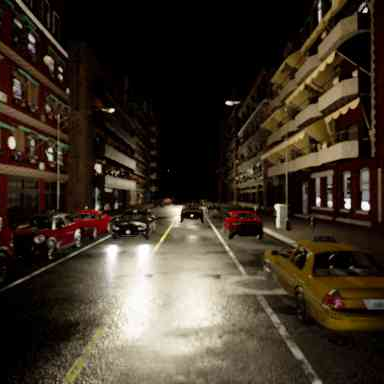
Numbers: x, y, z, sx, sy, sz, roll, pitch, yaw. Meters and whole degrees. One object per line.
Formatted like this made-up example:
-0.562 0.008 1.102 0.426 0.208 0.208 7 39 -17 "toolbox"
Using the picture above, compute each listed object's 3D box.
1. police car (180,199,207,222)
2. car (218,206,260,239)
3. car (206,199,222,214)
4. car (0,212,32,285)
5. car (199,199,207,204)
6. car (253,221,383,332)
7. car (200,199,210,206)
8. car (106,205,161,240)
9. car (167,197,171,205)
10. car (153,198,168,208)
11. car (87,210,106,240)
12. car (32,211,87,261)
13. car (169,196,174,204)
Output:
0.028 1.686 28.762 1.930 1.638 5.238 0 -1 1 "police car"
2.687 1.708 18.160 1.887 1.381 4.507 0 -1 0 "car"
2.681 1.915 40.703 2.008 1.369 4.403 0 -1 0 "car"
-5.689 1.378 6.892 2.192 1.841 5.009 0 -1 0 "car"
2.671 2.293 80.156 1.802 1.307 4.206 0 -1 0 "car"
2.690 1.590 7.058 1.752 1.417 4.829 0 -1 0 "car"
2.674 2.178 68.884 1.947 1.339 4.313 0 -1 0 "car"
-3.007 1.680 18.084 1.837 1.490 4.892 0 -1 0 "car"
-5.706 2.113 63.250 2.008 1.369 4.403 0 -1 0 "car"
-5.704 2.064 57.613 2.008 1.369 4.403 0 -1 0 "car"
-5.693 1.708 18.162 1.887 1.381 4.507 0 -1 0 "car"
-5.692 1.554 12.526 1.967 1.590 4.097 0 -1 0 "car"
-5.708 2.206 74.522 1.887 1.381 4.507 0 -1 0 "car"
